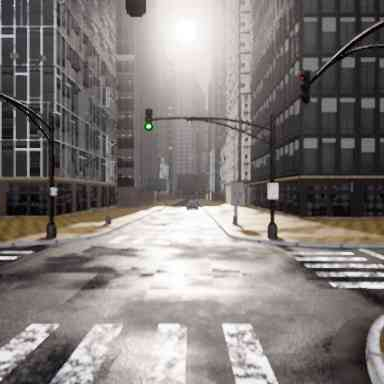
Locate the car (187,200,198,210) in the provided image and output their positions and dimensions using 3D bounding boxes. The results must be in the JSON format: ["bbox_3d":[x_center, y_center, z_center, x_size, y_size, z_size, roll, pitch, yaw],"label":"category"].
[{"bbox_3d":[0.058,2.256,54.910,1.895,1.301,4.718,0,-1,0],"label":"car"}]

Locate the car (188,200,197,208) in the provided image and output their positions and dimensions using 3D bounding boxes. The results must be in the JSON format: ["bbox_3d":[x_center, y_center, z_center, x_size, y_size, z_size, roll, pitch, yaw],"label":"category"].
[{"bbox_3d":[0.069,2.308,64.898,1.812,1.442,4.674,0,-1,0],"label":"car"}]
